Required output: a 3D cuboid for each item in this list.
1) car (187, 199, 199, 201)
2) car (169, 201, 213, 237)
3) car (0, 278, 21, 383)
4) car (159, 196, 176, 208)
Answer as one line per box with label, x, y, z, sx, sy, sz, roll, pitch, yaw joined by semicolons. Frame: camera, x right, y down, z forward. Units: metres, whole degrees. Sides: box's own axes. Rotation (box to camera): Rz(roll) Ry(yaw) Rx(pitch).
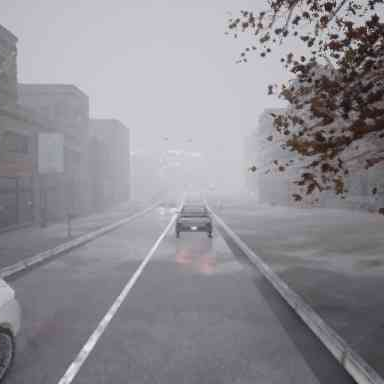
car;0.096;1.472;36.059;2.033;1.411;5.357;0;1;0
car;0.098;1.480;18.077;2.128;1.511;4.902;0;0;0
car;-3.100;1.524;2.525;1.812;1.442;4.674;0;0;0
car;-3.094;1.254;43.555;1.812;1.442;4.674;0;2;0
